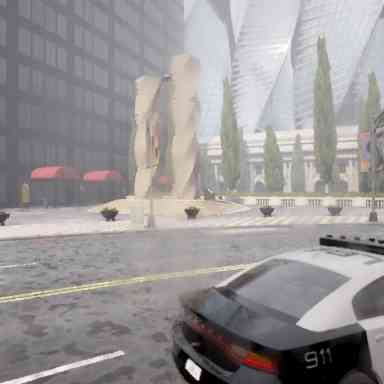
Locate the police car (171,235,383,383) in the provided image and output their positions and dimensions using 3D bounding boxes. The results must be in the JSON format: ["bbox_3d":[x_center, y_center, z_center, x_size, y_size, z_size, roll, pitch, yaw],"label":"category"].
[{"bbox_3d":[2.283,1.424,4.328,5.238,1.638,1.930,0,0,-28],"label":"police car"}]
